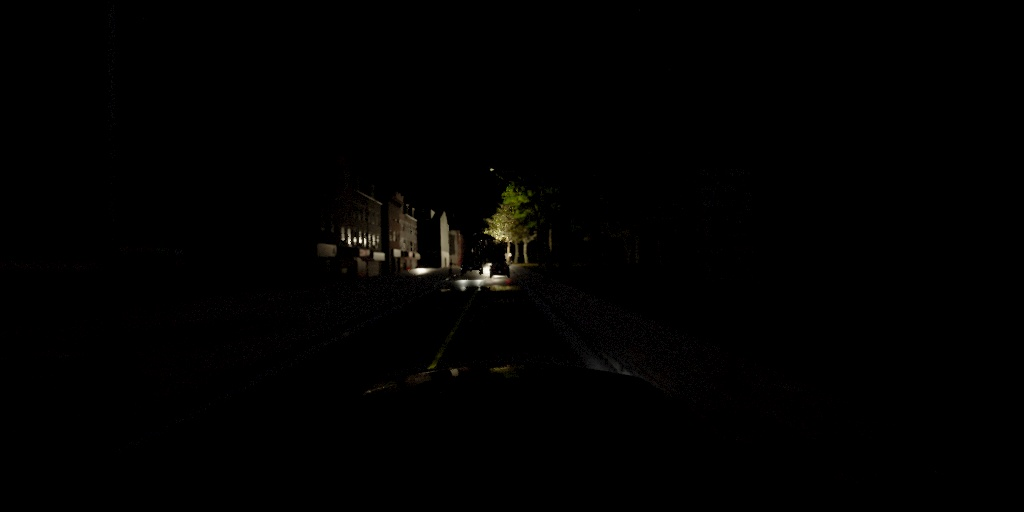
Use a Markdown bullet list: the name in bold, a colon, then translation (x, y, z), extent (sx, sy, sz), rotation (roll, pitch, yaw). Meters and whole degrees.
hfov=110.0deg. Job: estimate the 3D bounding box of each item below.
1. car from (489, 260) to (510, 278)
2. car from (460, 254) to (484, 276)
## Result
- **car**: translation (-1.190, 1.279, 34.909), extent (1.882, 1.535, 5.008), rotation (-2, 0, -2)
- **car**: translation (-4.119, 0.832, 37.597), extent (2.150, 2.045, 5.566), rotation (-2, 0, -2)
